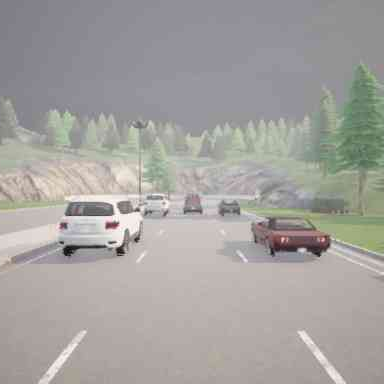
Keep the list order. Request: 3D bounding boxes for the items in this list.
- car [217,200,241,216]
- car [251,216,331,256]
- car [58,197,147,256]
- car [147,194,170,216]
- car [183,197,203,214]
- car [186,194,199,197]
[{"bbox_3d":[3.600,1.491,32.732,2.128,1.511,4.902,0,0,0],"label":"car"},{"bbox_3d":[3.600,1.601,13.088,1.895,1.301,4.718,0,0,0],"label":"car"},{"bbox_3d":[-3.400,1.224,13.336,2.150,2.045,5.566,0,0,0],"label":"car"},{"bbox_3d":[-3.400,1.218,32.922,2.150,2.045,5.566,0,0,0],"label":"car"},{"bbox_3d":[0.098,1.564,35.098,1.994,1.385,4.181,0,0,0],"label":"car"},{"bbox_3d":[0.092,1.222,44.515,2.150,2.045,5.566,0,0,0],"label":"car"}]
